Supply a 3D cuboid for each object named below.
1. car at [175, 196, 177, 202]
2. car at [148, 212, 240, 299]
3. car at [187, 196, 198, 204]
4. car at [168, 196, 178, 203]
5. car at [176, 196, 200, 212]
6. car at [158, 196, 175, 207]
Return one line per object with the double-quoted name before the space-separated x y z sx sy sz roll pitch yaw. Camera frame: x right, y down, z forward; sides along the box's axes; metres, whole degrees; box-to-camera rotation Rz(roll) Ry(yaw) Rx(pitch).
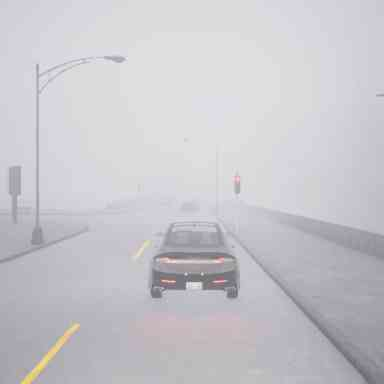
"car" -4.094 1.601 60.526 1.895 1.301 4.718 0 0 0
"car" 0.059 1.492 8.469 2.128 1.511 4.902 0 0 0
"car" 0.071 1.491 64.301 2.128 1.511 4.902 0 0 0
"car" -4.029 1.552 70.343 1.994 1.385 4.181 0 0 0
"car" -0.265 1.526 37.728 1.812 1.442 4.674 0 0 6
"car" -4.118 1.547 50.860 2.033 1.411 5.357 0 0 0
